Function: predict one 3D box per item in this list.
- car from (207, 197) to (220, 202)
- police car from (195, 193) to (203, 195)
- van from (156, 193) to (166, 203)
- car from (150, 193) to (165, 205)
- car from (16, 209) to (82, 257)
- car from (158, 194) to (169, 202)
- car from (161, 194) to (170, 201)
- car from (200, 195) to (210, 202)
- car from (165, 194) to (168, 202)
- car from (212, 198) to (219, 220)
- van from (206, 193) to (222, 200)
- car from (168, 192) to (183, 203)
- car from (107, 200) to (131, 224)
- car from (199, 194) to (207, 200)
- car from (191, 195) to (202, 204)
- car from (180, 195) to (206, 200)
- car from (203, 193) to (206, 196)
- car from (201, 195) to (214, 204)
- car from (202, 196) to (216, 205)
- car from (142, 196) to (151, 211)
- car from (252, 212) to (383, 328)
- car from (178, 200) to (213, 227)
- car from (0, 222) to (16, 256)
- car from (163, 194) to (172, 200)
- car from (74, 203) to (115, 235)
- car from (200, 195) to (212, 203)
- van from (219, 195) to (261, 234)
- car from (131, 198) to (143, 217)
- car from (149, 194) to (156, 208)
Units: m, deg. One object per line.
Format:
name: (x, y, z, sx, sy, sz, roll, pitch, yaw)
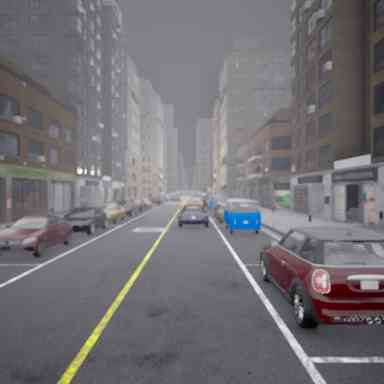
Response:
car: (2.656, 1.418, 29.608, 2.008, 1.369, 4.403, 0, 0, 0)
police car: (0.780, 1.236, 41.681, 1.930, 1.638, 5.238, 0, 0, -1)
van: (-5.884, 1.046, 63.605, 1.690, 1.788, 3.998, 0, 0, 0)
car: (-5.879, 1.075, 52.269, 2.192, 1.841, 5.009, 0, 0, 0)
car: (-5.863, 1.527, 12.593, 1.802, 1.307, 4.206, 0, 0, 0)
car: (-5.886, 1.201, 69.105, 1.752, 1.417, 4.829, 0, 0, 0)
car: (-5.888, 1.169, 74.774, 1.752, 1.417, 4.829, 0, 0, 0)
car: (2.640, 1.257, 69.293, 1.802, 1.307, 4.206, 0, 0, 0)
car: (-5.881, 1.283, 57.937, 2.008, 1.369, 4.403, 0, 0, 0)
car: (2.658, 1.418, 24.109, 1.752, 1.417, 4.829, 0, 0, 0)
van: (2.653, 1.182, 35.277, 1.690, 1.788, 3.998, 0, 0, 0)
car: (-3.047, 1.209, 63.287, 1.837, 1.490, 4.892, 0, 0, 0)
car: (-5.867, 1.420, 23.758, 1.752, 1.417, 4.829, 0, 0, 0)
car: (2.635, 1.134, 80.802, 1.752, 1.417, 4.829, 0, 0, 0)
car: (0.762, 1.239, 57.587, 1.837, 1.490, 4.892, 0, 0, 0)
car: (0.087, 1.336, 31.705, 1.882, 1.535, 5.008, 0, 0, 0)
car: (2.651, 1.254, 40.946, 1.967, 1.590, 4.097, 0, 0, 0)
car: (2.644, 1.298, 57.955, 1.947, 1.339, 4.313, 0, 0, 0)
car: (2.647, 1.325, 52.286, 1.947, 1.339, 4.313, 0, 0, 0)
car: (-5.872, 1.386, 35.265, 1.887, 1.381, 4.507, 0, 0, 0)
car: (2.665, 1.410, 6.931, 1.967, 1.590, 4.097, 0, 0, 0)
car: (0.091, 1.468, 21.809, 1.994, 1.385, 4.181, 0, 0, 0)
car: (-5.860, 1.536, 6.924, 1.947, 1.339, 4.313, 0, 0, 0)
car: (-5.890, 1.160, 80.611, 2.008, 1.369, 4.403, 0, 0, 0)
car: (-5.865, 1.486, 18.261, 1.947, 1.339, 4.313, 0, 0, 0)
car: (2.642, 1.256, 63.623, 2.008, 1.369, 4.403, 0, 0, 0)
van: (2.660, 1.261, 18.269, 1.690, 1.788, 3.998, 0, 0, 0)
car: (-5.870, 1.434, 29.597, 1.947, 1.339, 4.313, 0, 0, 0)
car: (-5.874, 1.340, 40.763, 1.752, 1.417, 4.829, 0, 0, 0)
